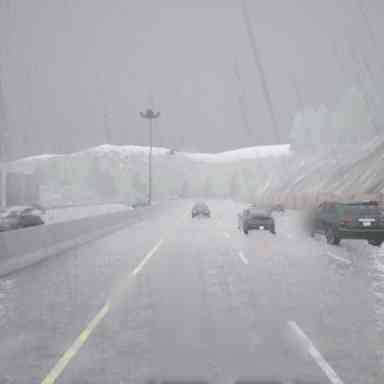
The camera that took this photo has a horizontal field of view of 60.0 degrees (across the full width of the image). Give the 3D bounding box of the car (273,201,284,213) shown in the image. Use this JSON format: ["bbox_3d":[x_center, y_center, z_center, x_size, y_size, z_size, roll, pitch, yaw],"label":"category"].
[{"bbox_3d":[11.677,2.109,47.213,1.837,1.490,4.892,0,0,1],"label":"car"}]

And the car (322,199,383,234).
[{"bbox_3d":[11.043,1.521,22.968,2.150,2.045,5.566,0,-1,2],"label":"car"}]

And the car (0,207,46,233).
[{"bbox_3d":[-10.284,1.799,19.231,1.994,1.385,4.181,0,-1,2],"label":"car"}]

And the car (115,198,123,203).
[{"bbox_3d":[-16.162,2.029,75.516,1.882,1.535,5.008,0,-1,1],"label":"car"}]

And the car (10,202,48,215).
[{"bbox_3d":[-20.109,2.052,41.360,2.033,1.411,5.357,0,-1,1],"label":"car"}]

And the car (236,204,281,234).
[{"bbox_3d":[3.992,1.776,21.146,1.837,1.490,4.892,0,0,2],"label":"car"}]

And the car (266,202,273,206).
[{"bbox_3d":[8.064,2.079,40.378,1.994,1.385,4.181,0,-1,1],"label":"car"}]

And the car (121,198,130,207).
[{"bbox_3d":[-12.718,2.447,69.141,1.895,1.301,4.718,0,-1,1],"label":"car"}]

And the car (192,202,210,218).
[{"bbox_3d":[0.933,2.048,35.466,1.895,1.301,4.718,0,-1,2],"label":"car"}]

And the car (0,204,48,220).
[{"bbox_3d":[-16.823,1.960,33.758,2.033,1.411,5.357,0,-1,2],"label":"car"}]

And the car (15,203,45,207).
[{"bbox_3d":[-13.563,1.846,26.226,1.812,1.442,4.674,0,-1,2],"label":"car"}]

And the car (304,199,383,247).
[{"bbox_3d":[7.341,1.437,16.489,2.150,2.045,5.566,0,-1,2],"label":"car"}]

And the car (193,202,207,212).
[{"bbox_3d":[1.217,2.176,49.897,2.033,1.411,5.357,0,-1,1],"label":"car"}]

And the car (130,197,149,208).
[{"bbox_3d":[-9.311,1.982,60.998,2.150,2.045,5.566,0,-1,1],"label":"car"}]
